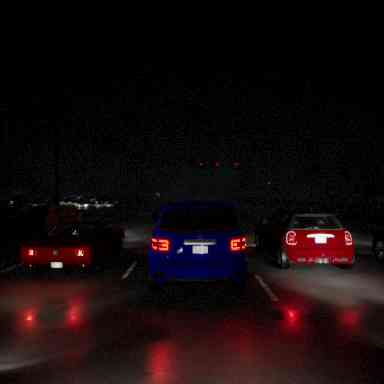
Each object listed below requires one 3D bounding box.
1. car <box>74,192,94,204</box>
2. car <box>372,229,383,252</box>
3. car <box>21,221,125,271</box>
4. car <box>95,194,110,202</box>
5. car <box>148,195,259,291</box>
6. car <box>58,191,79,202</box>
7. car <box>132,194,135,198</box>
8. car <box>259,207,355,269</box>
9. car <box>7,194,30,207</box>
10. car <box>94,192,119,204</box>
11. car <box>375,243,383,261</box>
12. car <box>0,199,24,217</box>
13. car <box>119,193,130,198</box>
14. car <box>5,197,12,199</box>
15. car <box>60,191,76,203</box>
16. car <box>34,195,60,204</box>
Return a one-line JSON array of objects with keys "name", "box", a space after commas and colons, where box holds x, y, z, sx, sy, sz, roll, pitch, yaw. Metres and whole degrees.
[{"name": "car", "box": [-18.114, 1.229, 57.489, 2.128, 1.511, 4.902, 0, 0, 0]}, {"name": "car", "box": [7.027, 1.478, 9.334, 2.128, 1.511, 4.902, 0, 0, 0]}, {"name": "car", "box": [-3.479, 1.585, 10.776, 1.895, 1.301, 4.718, 0, 0, 0]}, {"name": "car", "box": [-18.149, 1.202, 67.648, 1.812, 1.442, 4.674, 0, 0, -1]}, {"name": "car", "box": [0.051, 1.208, 9.136, 2.150, 2.045, 5.566, 0, 0, -2]}, {"name": "car", "box": [-25.153, 0.901, 67.905, 2.150, 2.045, 5.566, 0, 0, -1]}, {"name": "car", "box": [-14.776, 1.148, 79.185, 2.033, 1.411, 5.357, 0, 0, -1]}, {"name": "car", "box": [3.516, 1.335, 11.234, 2.097, 1.767, 4.553, 0, 0, 0]}, {"name": "car", "box": [-21.453, 1.195, 39.951, 2.097, 1.767, 4.553, 0, 0, -1]}, {"name": "car", "box": [-14.631, 0.960, 57.391, 2.150, 2.045, 5.566, 0, 0, -1]}, {"name": "car", "box": [3.596, 1.490, 2.091, 2.128, 1.511, 4.902, 0, 0, 0]}, {"name": "car", "box": [-14.274, 1.489, 23.190, 2.033, 1.411, 5.357, 0, 0, -1]}, {"name": "car", "box": [-14.659, 1.212, 68.550, 2.033, 1.411, 5.357, 0, 0, -1]}, {"name": "car", "box": [-17.826, 1.460, 28.055, 2.033, 1.411, 5.357, 0, 0, -1]}, {"name": "car", "box": [-21.616, 0.937, 60.972, 2.150, 2.045, 5.566, 0, 1, 0]}, {"name": "car", "box": [-25.105, 1.287, 57.104, 2.033, 1.411, 5.357, 0, 0, 0]}]
